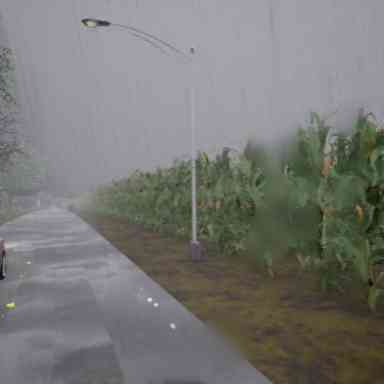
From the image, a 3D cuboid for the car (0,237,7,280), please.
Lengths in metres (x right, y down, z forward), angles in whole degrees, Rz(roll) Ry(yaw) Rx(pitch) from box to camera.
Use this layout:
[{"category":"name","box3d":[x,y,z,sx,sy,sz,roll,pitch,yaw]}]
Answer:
[{"category":"car","box3d":[-5.477,1.619,7.487,1.882,1.535,5.008,-1,-1,-22]}]
